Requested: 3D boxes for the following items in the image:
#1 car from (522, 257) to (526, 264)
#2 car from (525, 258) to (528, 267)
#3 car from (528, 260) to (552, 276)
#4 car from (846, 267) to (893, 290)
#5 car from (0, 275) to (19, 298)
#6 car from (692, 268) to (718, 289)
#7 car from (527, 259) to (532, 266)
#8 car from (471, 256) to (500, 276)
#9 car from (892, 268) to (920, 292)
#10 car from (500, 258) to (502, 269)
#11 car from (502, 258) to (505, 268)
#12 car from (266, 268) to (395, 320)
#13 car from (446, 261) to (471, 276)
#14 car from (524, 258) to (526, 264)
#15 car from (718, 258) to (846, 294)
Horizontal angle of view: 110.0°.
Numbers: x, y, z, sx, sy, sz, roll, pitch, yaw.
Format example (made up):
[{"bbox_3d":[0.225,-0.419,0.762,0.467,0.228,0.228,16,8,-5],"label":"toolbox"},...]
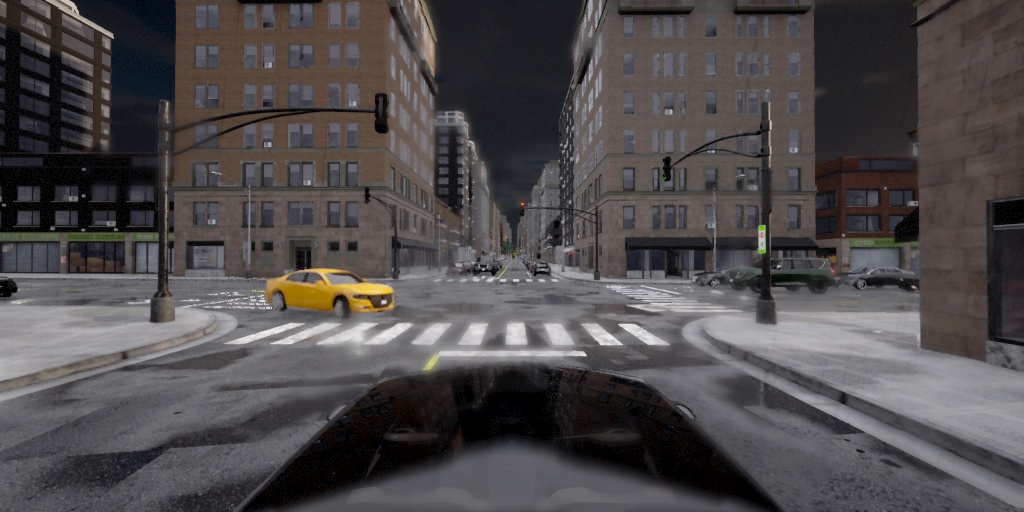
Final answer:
[{"bbox_3d":[3.328,1.315,63.890,1.948,1.339,4.313,0,0,1],"label":"car"},{"bbox_3d":[3.118,1.302,47.299,2.007,1.370,4.403,0,0,1],"label":"car"},{"bbox_3d":[2.979,1.318,36.238,1.948,1.339,4.313,0,0,1],"label":"car"},{"bbox_3d":[24.238,1.463,24.200,4.902,1.511,2.128,0,-1,0],"label":"car"},{"bbox_3d":[-23.296,1.047,14.570,4.892,1.490,1.837,0,-1,1],"label":"car"},{"bbox_3d":[14.833,1.401,24.260,4.902,1.511,2.128,0,-1,2],"label":"car"},{"bbox_3d":[3.048,1.297,41.769,1.888,1.381,4.507,0,0,1],"label":"car"},{"bbox_3d":[-2.770,0.976,37.848,2.150,2.045,5.566,0,0,1],"label":"car"},{"bbox_3d":[25.724,1.550,20.943,4.718,1.301,1.895,0,-1,0],"label":"car"},{"bbox_3d":[-2.643,1.258,47.936,1.837,1.490,4.892,0,0,1],"label":"car"},{"bbox_3d":[-2.502,1.353,58.192,1.895,1.301,4.718,0,0,1],"label":"car"},{"bbox_3d":[-6.435,1.207,12.704,5.008,1.535,1.882,1,-1,24],"label":"car"},{"bbox_3d":[-5.547,1.336,36.342,1.802,1.307,4.207,0,0,1],"label":"car"},{"bbox_3d":[3.188,1.296,52.829,1.888,1.381,4.507,0,0,1],"label":"car"},{"bbox_3d":[15.622,1.105,21.013,5.566,2.045,2.150,0,-1,0],"label":"car"}]
